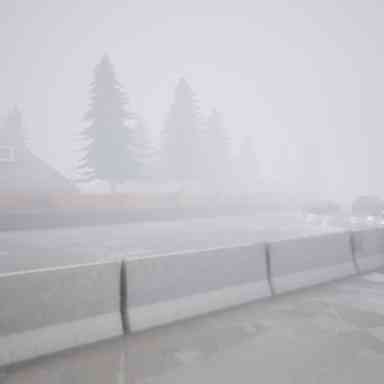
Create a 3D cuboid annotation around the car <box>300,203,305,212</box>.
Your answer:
[{"bbox_3d":[15.405,1.760,42.207,1.837,1.490,4.892,-1,0,41],"label":"car"}]

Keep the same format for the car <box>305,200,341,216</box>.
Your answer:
[{"bbox_3d":[14.384,1.683,35.747,1.882,1.535,5.008,-1,-1,42],"label":"car"}]

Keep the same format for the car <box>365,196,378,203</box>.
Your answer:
[{"bbox_3d":[37.462,1.471,69.541,2.033,1.411,5.357,-1,-1,26],"label":"car"}]

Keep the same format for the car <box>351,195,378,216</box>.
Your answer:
[{"bbox_3d":[18.836,1.388,35.457,2.150,2.045,5.566,-1,-1,41],"label":"car"}]

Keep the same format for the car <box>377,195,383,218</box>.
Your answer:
[{"bbox_3d":[19.269,1.344,30.689,2.150,2.045,5.566,-1,-1,43],"label":"car"}]
